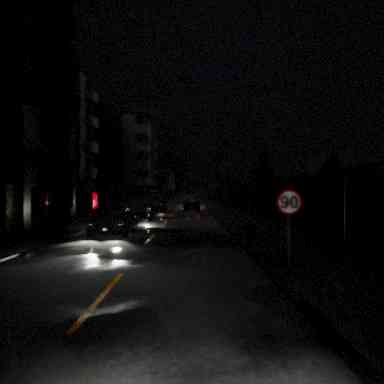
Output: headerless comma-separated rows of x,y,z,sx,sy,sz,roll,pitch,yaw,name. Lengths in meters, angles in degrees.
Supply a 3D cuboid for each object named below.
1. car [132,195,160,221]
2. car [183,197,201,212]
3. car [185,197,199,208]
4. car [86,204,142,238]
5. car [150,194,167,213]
-4.094,1.354,27.289,2.097,1.767,4.553,0,0,0,car
-0.010,1.494,38.144,2.128,1.511,4.902,0,0,0,car
-0.010,1.481,48.913,1.882,1.535,5.008,0,0,0,car
-4.101,1.565,17.558,1.994,1.385,4.181,0,0,0,car
-4.045,1.224,37.864,2.150,2.045,5.566,0,0,1,car
